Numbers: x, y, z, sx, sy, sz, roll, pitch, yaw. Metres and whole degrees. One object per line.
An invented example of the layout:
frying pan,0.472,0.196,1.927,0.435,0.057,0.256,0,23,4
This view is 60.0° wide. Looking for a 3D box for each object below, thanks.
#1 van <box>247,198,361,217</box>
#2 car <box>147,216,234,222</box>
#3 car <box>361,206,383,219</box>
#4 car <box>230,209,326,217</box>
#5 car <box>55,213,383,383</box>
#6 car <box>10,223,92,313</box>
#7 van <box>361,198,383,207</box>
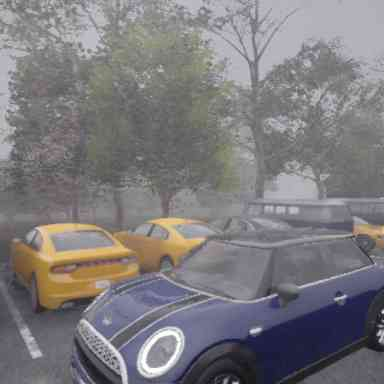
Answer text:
van,3.784,1.276,12.902,1.878,1.987,4.442,0,0,-36
car,-0.656,1.490,9.585,2.097,1.535,5.008,0,0,-36
car,6.216,1.505,14.265,1.946,1.575,5.366,0,0,-36
car,1.600,1.497,11.193,2.231,1.521,4.892,0,0,-36
car,0.804,1.359,4.565,4.553,1.767,2.097,0,0,-35
car,-3.013,1.483,7.904,2.097,1.535,5.008,0,0,-35
van,8.430,1.288,15.928,1.878,1.987,4.442,0,0,-35
